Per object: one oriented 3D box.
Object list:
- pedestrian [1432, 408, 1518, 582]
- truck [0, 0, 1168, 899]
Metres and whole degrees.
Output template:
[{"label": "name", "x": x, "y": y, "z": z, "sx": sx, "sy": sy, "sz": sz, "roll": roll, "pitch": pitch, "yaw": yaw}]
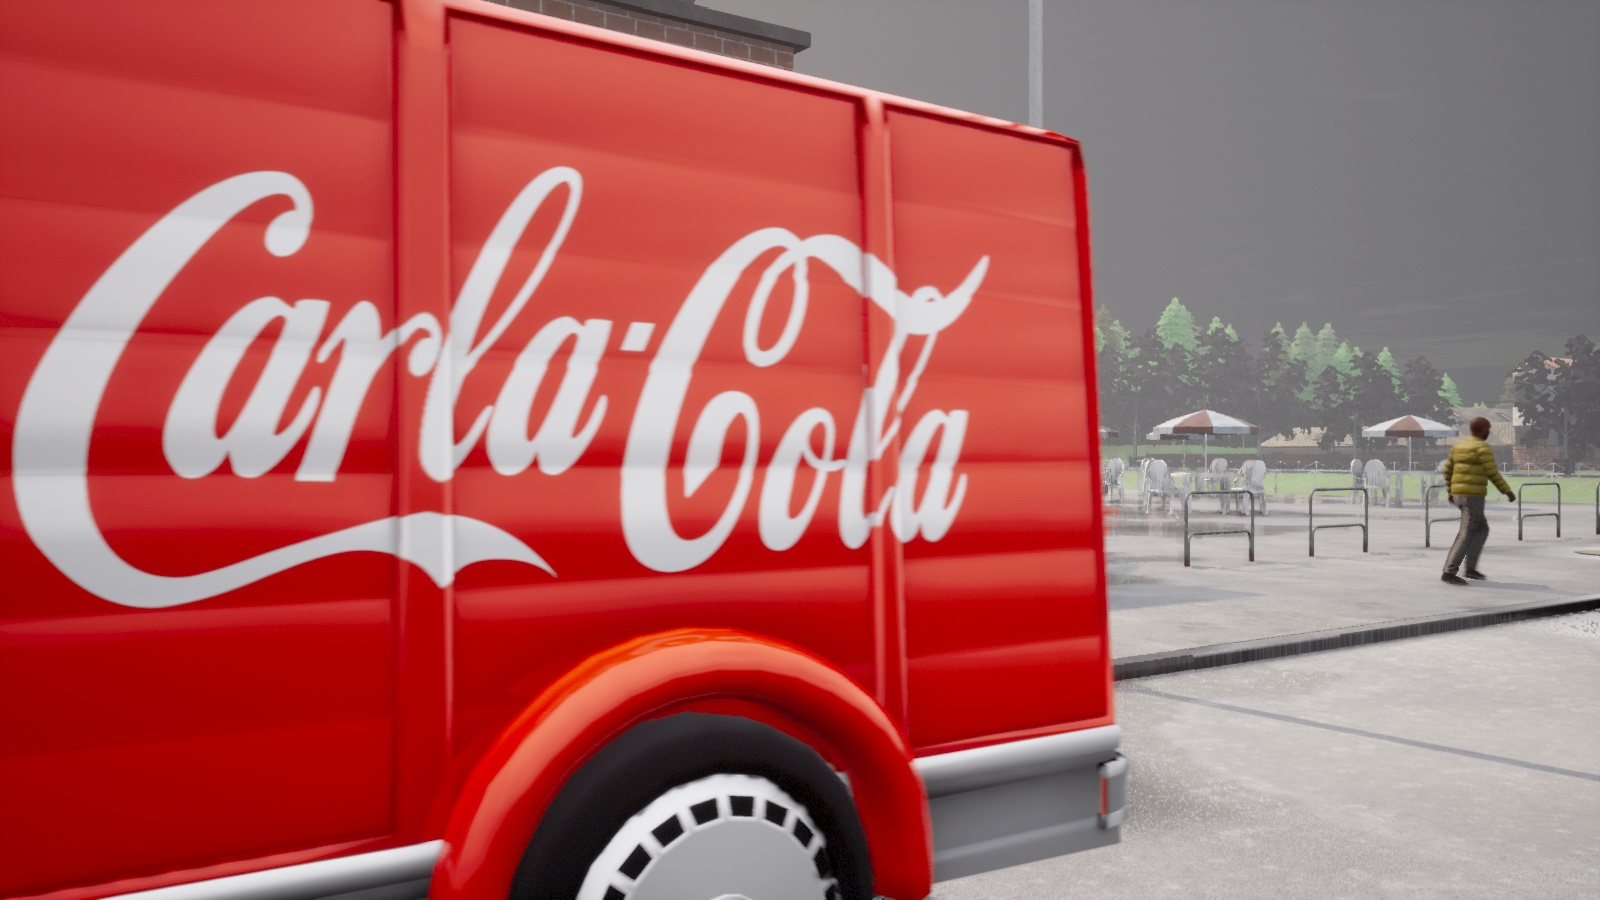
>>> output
[{"label": "pedestrian", "x": 7.218, "y": 0.472, "z": 13.439, "sx": 0.726, "sy": 1.835, "sz": 0.370, "roll": 0, "pitch": 0, "yaw": -6}, {"label": "truck", "x": -1.904, "y": 0.269, "z": 2.946, "sx": 5.204, "sy": 2.467, "sz": 2.627, "roll": 0, "pitch": 0, "yaw": -35}]
